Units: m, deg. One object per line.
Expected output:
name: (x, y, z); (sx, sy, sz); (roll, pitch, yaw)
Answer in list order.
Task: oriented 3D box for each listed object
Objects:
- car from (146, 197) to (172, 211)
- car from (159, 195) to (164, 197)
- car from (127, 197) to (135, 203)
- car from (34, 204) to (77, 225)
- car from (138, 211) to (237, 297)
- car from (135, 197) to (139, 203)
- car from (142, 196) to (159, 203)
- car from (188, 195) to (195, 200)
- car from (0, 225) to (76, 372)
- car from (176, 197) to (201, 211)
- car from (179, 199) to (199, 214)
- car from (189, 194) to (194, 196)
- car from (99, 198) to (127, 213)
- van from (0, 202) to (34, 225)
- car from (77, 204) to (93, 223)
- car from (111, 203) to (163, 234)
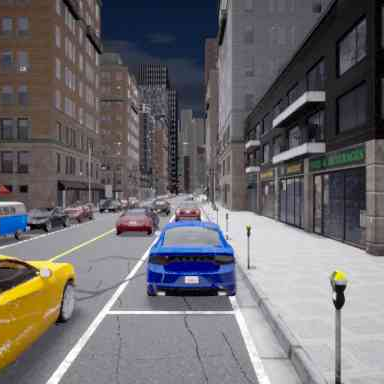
car: (-3.134, 1.531, 33.386); (1.812, 1.442, 4.674); (0, 0, 0)
car: (-8.782, 1.642, 84.589); (1.802, 1.307, 4.206); (0, 0, 0)
car: (-8.815, 1.591, 41.985); (1.802, 1.307, 4.206); (0, 0, 0)
car: (-8.815, 1.567, 19.979); (1.947, 1.339, 4.313); (0, 0, 0)
car: (-0.006, 1.478, 8.650); (1.882, 1.535, 5.008); (0, 0, 0)
car: (-8.816, 1.451, 47.486); (1.967, 1.590, 4.097); (0, 0, 0)
car: (-6.145, 1.665, 48.230); (1.895, 1.301, 4.718); (0, 0, 0)
car: (-0.237, 1.635, 95.394); (2.008, 1.369, 4.403); (0, 0, 0)
car: (-3.045, 1.477, 4.119); (1.882, 1.535, 5.008); (0, 0, 0)
car: (-0.290, 1.443, 25.481); (1.967, 1.590, 4.097); (0, 0, 0)
car: (-0.290, 1.557, 36.484); (2.008, 1.369, 4.403); (0, 0, 0)
car: (-0.257, 1.500, 84.576); (1.967, 1.590, 4.097); (0, 0, 0)
car: (-8.815, 1.572, 36.483); (1.947, 1.339, 4.313); (0, 0, 0)
van: (-8.815, 1.342, 14.478); (1.690, 1.788, 3.998); (0, 0, 0)
car: (-8.815, 1.585, 25.481); (1.802, 1.307, 4.206); (0, 0, 0)
car: (-3.045, 1.565, 19.193); (1.994, 1.385, 4.181); (0, 0, 0)
